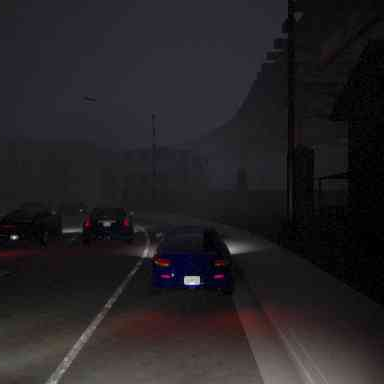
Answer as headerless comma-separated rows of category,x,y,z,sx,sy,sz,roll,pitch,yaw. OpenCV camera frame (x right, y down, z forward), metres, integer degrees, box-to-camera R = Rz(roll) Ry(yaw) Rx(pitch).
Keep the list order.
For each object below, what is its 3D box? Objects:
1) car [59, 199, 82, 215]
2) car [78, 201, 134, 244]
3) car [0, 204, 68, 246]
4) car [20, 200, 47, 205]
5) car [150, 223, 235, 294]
car,-12.194,1.517,33.647,1.837,1.490,4.892,0,0,-41
car,-3.872,1.367,15.905,2.097,1.767,4.553,0,0,-9
car,-7.330,1.517,15.364,1.837,1.490,4.892,0,0,-9
car,-14.839,1.517,31.354,1.837,1.490,4.892,0,0,-41
car,0.003,1.525,8.650,1.812,1.442,4.674,0,0,0
